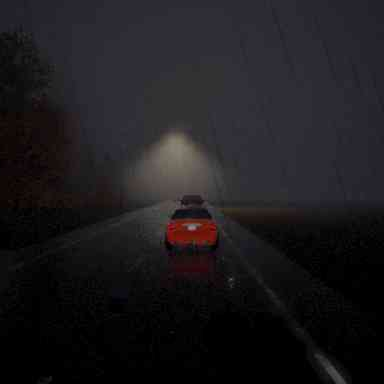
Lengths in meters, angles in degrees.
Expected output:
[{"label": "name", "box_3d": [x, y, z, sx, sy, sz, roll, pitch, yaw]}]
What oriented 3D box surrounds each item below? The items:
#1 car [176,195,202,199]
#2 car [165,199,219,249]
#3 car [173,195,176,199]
[{"label": "car", "box_3d": [0.000, 1.255, 29.680, 2.150, 2.045, 5.566, 0, 0, 0]}, {"label": "car", "box_3d": [0.000, 1.364, 14.620, 2.097, 1.767, 4.553, 0, 0, 0]}, {"label": "car", "box_3d": [-3.500, 1.513, 76.738, 1.812, 1.442, 4.674, 0, 0, 0]}]
